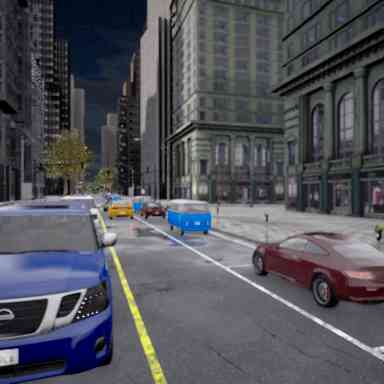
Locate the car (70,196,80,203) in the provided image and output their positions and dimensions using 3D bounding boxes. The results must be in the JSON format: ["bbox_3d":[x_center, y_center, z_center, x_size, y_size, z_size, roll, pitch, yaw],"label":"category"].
[{"bbox_3d":[-25.736,1.564,73.051,1.887,1.381,4.507,0,0,-17],"label":"car"}]

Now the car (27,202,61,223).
[{"bbox_3d":[-11.655,1.543,26.458,1.887,1.381,4.507,0,0,-17],"label":"car"}]

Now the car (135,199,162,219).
[{"bbox_3d":[-3.461,1.538,28.918,1.887,1.381,4.507,0,0,-17],"label":"car"}]

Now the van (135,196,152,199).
[{"bbox_3d":[-5.060,1.335,34.207,1.690,1.788,3.998,0,0,-17],"label":"van"}]

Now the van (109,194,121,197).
[{"bbox_3d":[-16.075,1.352,70.560,1.690,1.788,3.998,0,0,-17],"label":"van"}]

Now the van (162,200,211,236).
[{"bbox_3d":[-0.262,1.335,18.342,1.690,1.788,3.998,0,0,-17],"label":"van"}]

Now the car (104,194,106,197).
[{"bbox_3d":[-22.346,1.583,91.284,2.008,1.369,4.403,0,0,-17],"label":"car"}]

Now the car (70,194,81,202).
[{"bbox_3d":[-27.267,1.339,78.113,2.192,1.841,5.009,0,0,-17],"label":"car"}]

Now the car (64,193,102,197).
[{"bbox_3d":[-6.247,1.219,18.178,2.150,2.045,5.566,0,0,-17],"label":"car"}]

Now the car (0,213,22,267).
[{"bbox_3d":[-6.802,1.525,10.431,1.752,1.417,4.829,0,0,-17],"label":"car"}]

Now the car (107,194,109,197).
[{"bbox_3d":[-17.643,1.581,75.740,1.947,1.339,4.313,0,0,-17],"label":"car"}]

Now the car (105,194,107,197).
[{"bbox_3d":[-20.779,1.608,86.103,1.802,1.307,4.206,0,0,-17],"label":"car"}]

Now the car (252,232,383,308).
[{"bbox_3d":[2.935,1.578,7.765,1.802,1.307,4.206,0,0,-17],"label":"car"}]

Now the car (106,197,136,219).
[{"bbox_3d":[-6.151,1.472,28.490,1.882,1.535,5.008,0,0,-16],"label":"car"}]

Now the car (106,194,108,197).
[{"bbox_3d":[-19.211,1.565,80.922,1.887,1.381,4.507,0,0,-17],"label":"car"}]

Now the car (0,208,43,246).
[{"bbox_3d":[-8.452,1.543,15.882,1.887,1.381,4.507,0,0,-17],"label":"car"}]

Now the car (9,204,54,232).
[{"bbox_3d":[-10.054,1.543,21.170,1.887,1.381,4.507,0,0,-17],"label":"car"}]

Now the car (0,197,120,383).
[{"bbox_3d":[-2.606,1.221,5.793,2.150,2.045,5.566,0,0,-17],"label":"car"}]

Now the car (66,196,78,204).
[{"bbox_3d":[-22.628,1.537,62.759,1.752,1.417,4.829,0,0,-17],"label":"car"}]
